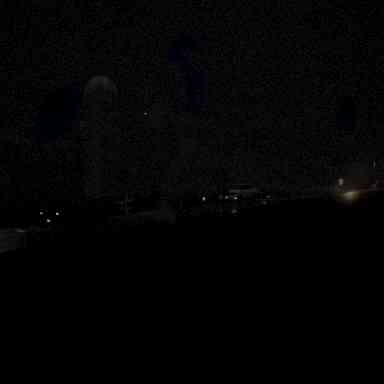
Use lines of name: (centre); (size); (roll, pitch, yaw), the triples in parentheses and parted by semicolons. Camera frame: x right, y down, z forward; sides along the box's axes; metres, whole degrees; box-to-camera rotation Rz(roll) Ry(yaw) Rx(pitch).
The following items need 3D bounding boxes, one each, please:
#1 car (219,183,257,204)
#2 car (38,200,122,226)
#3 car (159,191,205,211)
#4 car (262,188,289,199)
car: (5.101, 0.121, 36.071); (2.150, 2.045, 5.566); (-1, 1, 36)
car: (-6.504, 1.164, 19.728); (1.895, 1.301, 4.718); (-1, 1, 34)
car: (-0.750, 0.732, 27.871); (1.837, 1.490, 4.892); (-1, 1, 36)
car: (11.318, 0.118, 44.713); (2.033, 1.411, 5.357); (-1, 1, 36)
